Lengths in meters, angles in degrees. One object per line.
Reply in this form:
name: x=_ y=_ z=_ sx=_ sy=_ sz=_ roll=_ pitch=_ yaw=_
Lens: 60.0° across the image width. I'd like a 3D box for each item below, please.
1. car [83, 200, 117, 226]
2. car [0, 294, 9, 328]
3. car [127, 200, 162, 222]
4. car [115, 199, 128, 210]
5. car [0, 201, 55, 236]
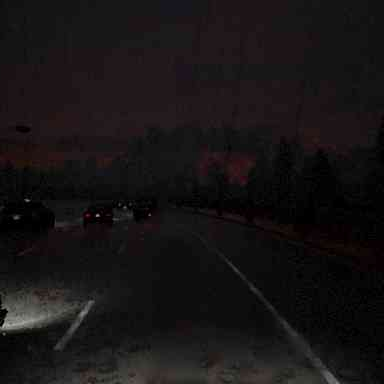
car: x=-6.305 y=1.474 z=22.604 sx=2.033 sy=1.411 sz=5.357 roll=0 pitch=0 yaw=-13
car: x=-3.564 y=1.544 z=2.448 sx=2.033 sy=1.411 sz=5.357 roll=0 pitch=0 yaw=-2
car: x=-3.511 y=1.391 z=25.399 sx=2.128 sy=1.511 sz=4.902 roll=-1 pitch=0 yaw=-15
car: x=-8.594 y=1.483 z=40.325 sx=1.895 sy=1.301 sz=4.718 roll=0 pitch=0 yaw=-23
car: x=-9.077 y=1.304 z=18.497 sx=2.097 sy=1.767 sz=4.553 roll=0 pitch=0 yaw=-11
